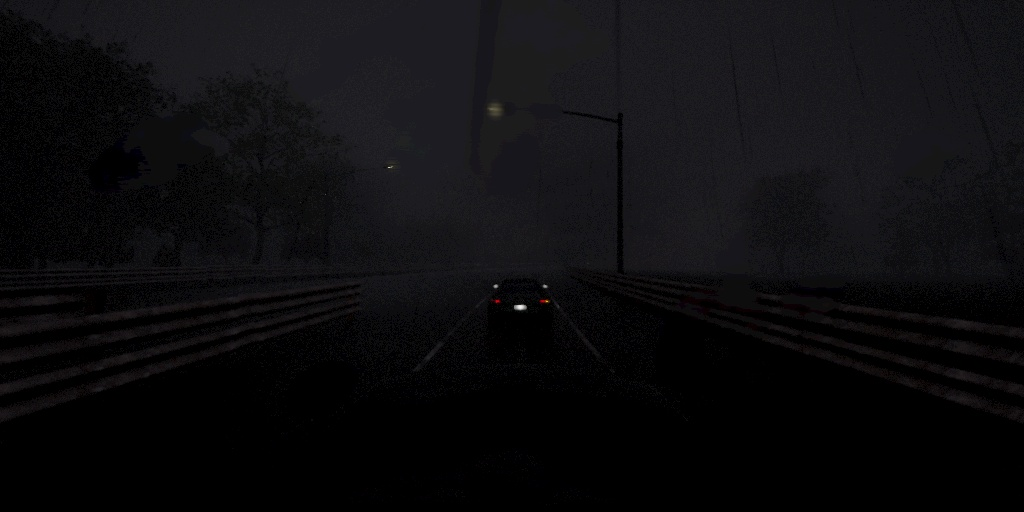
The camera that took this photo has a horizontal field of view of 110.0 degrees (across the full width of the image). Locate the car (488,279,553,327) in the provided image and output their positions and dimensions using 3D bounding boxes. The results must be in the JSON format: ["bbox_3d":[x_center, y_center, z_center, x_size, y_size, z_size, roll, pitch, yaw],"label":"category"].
[{"bbox_3d":[0.284,1.452,12.174,1.994,1.385,4.181,0,-1,1],"label":"car"}]
